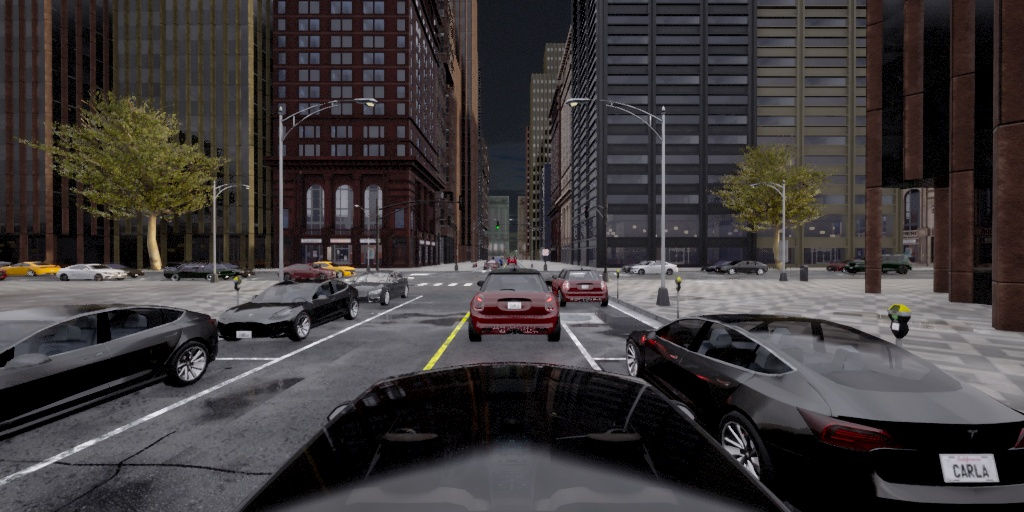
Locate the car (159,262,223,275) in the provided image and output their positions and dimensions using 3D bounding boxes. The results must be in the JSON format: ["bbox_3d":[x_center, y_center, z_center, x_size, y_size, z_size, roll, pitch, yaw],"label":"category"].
[{"bbox_3d":[-35.982,1.371,40.299,5.357,1.411,2.033,0,0,0],"label":"car"}]

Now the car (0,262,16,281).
[{"bbox_3d":[-46.039,1.378,30.379,5.008,1.535,1.882,0,0,1],"label":"car"}]

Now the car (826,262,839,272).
[{"bbox_3d":[38.304,1.120,40.372,5.008,1.535,1.882,0,0,0],"label":"car"}]

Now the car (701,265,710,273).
[{"bbox_3d":[24.316,1.219,40.375,5.357,1.411,2.033,0,0,0],"label":"car"}]

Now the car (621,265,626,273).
[{"bbox_3d":[14.726,1.218,40.360,4.674,1.442,1.812,0,0,0],"label":"car"}]

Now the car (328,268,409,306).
[{"bbox_3d":[-5.750,1.301,15.521,2.007,1.370,4.403,0,0,0],"label":"car"}]

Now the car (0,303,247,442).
[{"bbox_3d":[-5.761,1.316,4.248,1.948,1.339,4.313,0,0,0],"label":"car"}]

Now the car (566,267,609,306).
[{"bbox_3d":[2.775,1.191,15.514,1.967,1.591,4.097,0,0,0],"label":"car"}]

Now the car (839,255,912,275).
[{"bbox_3d":[37.878,0.879,37.127,5.566,2.045,2.150,0,0,0],"label":"car"}]

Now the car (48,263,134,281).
[{"bbox_3d":[-35.551,1.396,30.353,4.674,1.442,1.812,0,0,0],"label":"car"}]

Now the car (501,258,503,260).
[{"bbox_3d":[-3.025,1.380,61.337,1.895,1.301,4.718,0,0,0],"label":"car"}]

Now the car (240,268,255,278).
[{"bbox_3d":[-27.256,1.379,33.611,5.357,1.411,2.033,0,0,0],"label":"car"}]

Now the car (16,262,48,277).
[{"bbox_3d":[-49.919,1.358,37.032,5.008,1.535,1.882,0,0,0],"label":"car"}]

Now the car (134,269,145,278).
[{"bbox_3d":[-37.890,1.409,33.597,5.357,1.411,2.033,0,0,-1],"label":"car"}]

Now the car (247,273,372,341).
[{"bbox_3d":[-5.756,1.316,9.884,1.948,1.339,4.313,0,0,0],"label":"car"}]

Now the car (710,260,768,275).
[{"bbox_3d":[23.712,1.193,37.120,4.892,1.490,1.837,0,0,0],"label":"car"}]

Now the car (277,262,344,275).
[{"bbox_3d":[-17.240,1.345,30.371,4.674,1.442,1.812,0,0,-2],"label":"car"}]

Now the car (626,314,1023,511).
[{"bbox_3d":[2.764,1.316,4.242,1.948,1.339,4.313,0,0,0],"label":"car"}]

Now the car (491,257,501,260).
[{"bbox_3d":[-3.022,1.296,51.981,1.812,1.442,4.674,0,0,1],"label":"car"}]

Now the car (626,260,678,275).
[{"bbox_3d":[14.689,1.234,37.118,4.674,1.442,1.812,0,0,1],"label":"car"}]

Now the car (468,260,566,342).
[{"bbox_3d":[0.075,1.102,9.977,2.097,1.767,4.553,0,0,1],"label":"car"}]

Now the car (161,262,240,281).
[{"bbox_3d":[-26.340,1.445,30.361,4.718,1.301,1.895,0,0,0],"label":"car"}]
